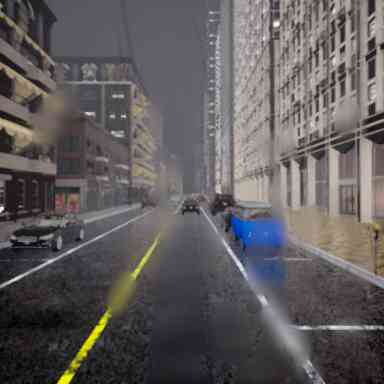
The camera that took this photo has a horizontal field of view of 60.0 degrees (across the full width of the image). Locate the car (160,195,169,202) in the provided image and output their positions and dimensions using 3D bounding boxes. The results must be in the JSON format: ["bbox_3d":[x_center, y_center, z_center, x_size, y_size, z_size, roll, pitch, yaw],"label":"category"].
[{"bbox_3d":[-6.166,1.445,75.735,1.752,1.417,4.829,0,0,0],"label":"car"}]

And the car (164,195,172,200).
[{"bbox_3d":[-6.240,1.458,87.203,1.887,1.381,4.507,0,0,0],"label":"car"}]

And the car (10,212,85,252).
[{"bbox_3d":[-5.767,1.542,13.772,2.008,1.369,4.403,0,0,0],"label":"car"}]

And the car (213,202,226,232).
[{"bbox_3d":[2.577,1.512,19.474,2.008,1.369,4.403,0,0,0],"label":"car"}]

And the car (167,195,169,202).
[{"bbox_3d":[-6.094,1.478,64.608,2.008,1.369,4.403,0,0,0],"label":"car"}]

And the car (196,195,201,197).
[{"bbox_3d":[-0.178,1.499,44.679,1.994,1.385,4.181,0,0,0],"label":"car"}]

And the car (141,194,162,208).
[{"bbox_3d":[-5.986,1.260,47.663,2.192,1.841,5.009,0,0,0],"label":"car"}]

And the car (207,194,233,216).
[{"bbox_3d":[2.909,1.170,32.415,2.150,2.045,5.566,0,0,0],"label":"car"}]

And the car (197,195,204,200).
[{"bbox_3d":[2.140,1.474,87.256,1.802,1.307,4.206,0,0,0],"label":"car"}]

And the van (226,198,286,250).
[{"bbox_3d":[2.613,1.311,13.825,1.690,1.788,3.998,0,0,0],"label":"van"}]

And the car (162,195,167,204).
[{"bbox_3d":[-6.057,1.499,58.960,1.947,1.339,4.313,0,0,0],"label":"car"}]

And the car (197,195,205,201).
[{"bbox_3d":[2.177,1.461,81.607,1.947,1.339,4.313,0,0,0],"label":"car"}]

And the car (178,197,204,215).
[{"bbox_3d":[-0.111,1.495,33.619,2.033,1.411,5.357,0,0,0],"label":"car"}]

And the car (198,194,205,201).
[{"bbox_3d":[2.249,1.484,70.310,1.802,1.307,4.206,0,0,0],"label":"car"}]

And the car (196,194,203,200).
[{"bbox_3d":[2.104,1.330,92.904,1.967,1.590,4.097,0,0,0],"label":"car"}]

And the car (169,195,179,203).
[{"bbox_3d":[-3.427,1.503,67.990,1.895,1.301,4.718,0,0,0],"label":"car"}]

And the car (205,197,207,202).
[{"bbox_3d":[2.904,1.437,39.386,1.837,1.490,4.892,0,0,0],"label":"car"}]
